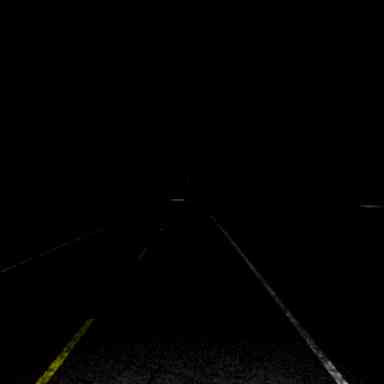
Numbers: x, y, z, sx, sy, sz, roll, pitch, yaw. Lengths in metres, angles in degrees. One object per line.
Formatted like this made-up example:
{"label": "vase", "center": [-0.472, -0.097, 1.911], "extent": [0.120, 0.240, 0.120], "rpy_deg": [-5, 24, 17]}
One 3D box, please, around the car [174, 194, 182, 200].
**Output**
{"label": "car", "center": [-3.510, 1.225, 85.790], "extent": [1.994, 1.385, 4.181], "rpy_deg": [0, 0, 0]}

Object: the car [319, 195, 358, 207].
{"label": "car", "center": [18.427, 1.127, 41.940], "extent": [4.674, 1.442, 1.812], "rpy_deg": [-1, 1, 1]}
